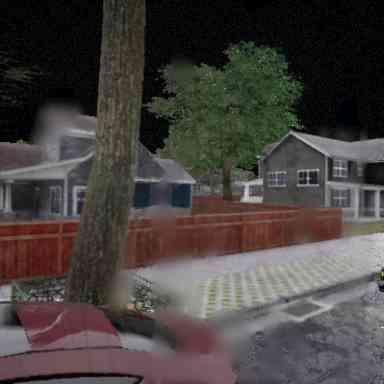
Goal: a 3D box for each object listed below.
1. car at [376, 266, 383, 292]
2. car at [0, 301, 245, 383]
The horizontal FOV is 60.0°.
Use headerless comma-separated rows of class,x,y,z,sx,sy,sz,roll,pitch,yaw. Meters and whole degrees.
car,6.424,1.583,7.693,5.357,1.411,2.033,0,0,-36
car,-1.689,1.532,1.846,4.674,1.442,1.812,0,0,-36
